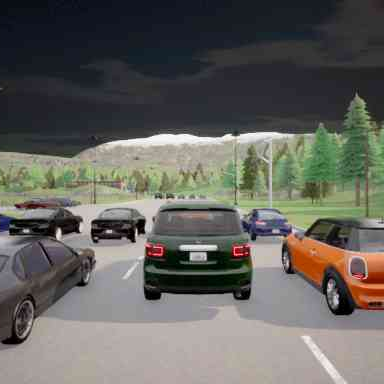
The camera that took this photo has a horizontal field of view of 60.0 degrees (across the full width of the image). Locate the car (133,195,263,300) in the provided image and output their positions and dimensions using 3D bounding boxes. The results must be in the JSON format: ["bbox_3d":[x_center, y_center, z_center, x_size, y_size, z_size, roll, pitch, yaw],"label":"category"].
[{"bbox_3d":[0.108,1.221,8.502,2.150,2.045,5.566,0,0,0],"label":"car"}]

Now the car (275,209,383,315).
[{"bbox_3d":[3.601,1.352,7.703,2.097,1.767,4.553,0,0,0],"label":"car"}]

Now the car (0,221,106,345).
[{"bbox_3d":[-3.399,1.547,6.305,2.033,1.411,5.357,0,0,0],"label":"car"}]

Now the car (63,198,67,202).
[{"bbox_3d":[-19.416,1.564,44.354,4.181,1.385,1.994,0,0,-8],"label":"car"}]

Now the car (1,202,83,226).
[{"bbox_3d":[-6.890,1.478,16.303,1.882,1.535,5.008,0,0,0],"label":"car"}]

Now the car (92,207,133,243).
[{"bbox_3d":[-3.391,1.478,16.132,1.882,1.535,5.008,0,0,0],"label":"car"}]

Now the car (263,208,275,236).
[{"bbox_3d":[3.612,1.526,16.603,1.812,1.442,4.674,0,0,0],"label":"car"}]

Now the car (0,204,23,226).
[{"bbox_3d":[-10.390,1.526,16.334,1.812,1.442,4.674,0,0,0],"label":"car"}]

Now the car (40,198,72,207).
[{"bbox_3d":[-20.850,1.564,51.196,4.181,1.385,1.994,0,0,-5],"label":"car"}]

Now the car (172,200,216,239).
[{"bbox_3d":[0.111,1.352,18.024,2.097,1.767,4.553,0,0,0],"label":"car"}]

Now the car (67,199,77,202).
[{"bbox_3d":[-18.870,1.547,47.896,5.357,1.411,2.033,0,0,-10],"label":"car"}]

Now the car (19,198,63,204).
[{"bbox_3d":[-18.887,1.601,40.778,4.718,1.301,1.895,0,0,-7],"label":"car"}]
